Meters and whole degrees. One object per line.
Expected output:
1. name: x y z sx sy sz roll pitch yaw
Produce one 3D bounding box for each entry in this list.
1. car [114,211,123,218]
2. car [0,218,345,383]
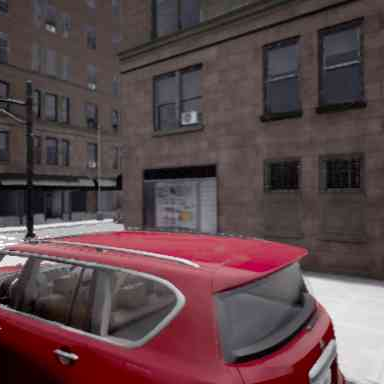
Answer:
1. car: -3.953 1.683 25.496 1.994 1.385 4.181 -1 0 36
2. car: -1.071 1.343 3.573 5.009 1.841 2.192 -1 0 35
